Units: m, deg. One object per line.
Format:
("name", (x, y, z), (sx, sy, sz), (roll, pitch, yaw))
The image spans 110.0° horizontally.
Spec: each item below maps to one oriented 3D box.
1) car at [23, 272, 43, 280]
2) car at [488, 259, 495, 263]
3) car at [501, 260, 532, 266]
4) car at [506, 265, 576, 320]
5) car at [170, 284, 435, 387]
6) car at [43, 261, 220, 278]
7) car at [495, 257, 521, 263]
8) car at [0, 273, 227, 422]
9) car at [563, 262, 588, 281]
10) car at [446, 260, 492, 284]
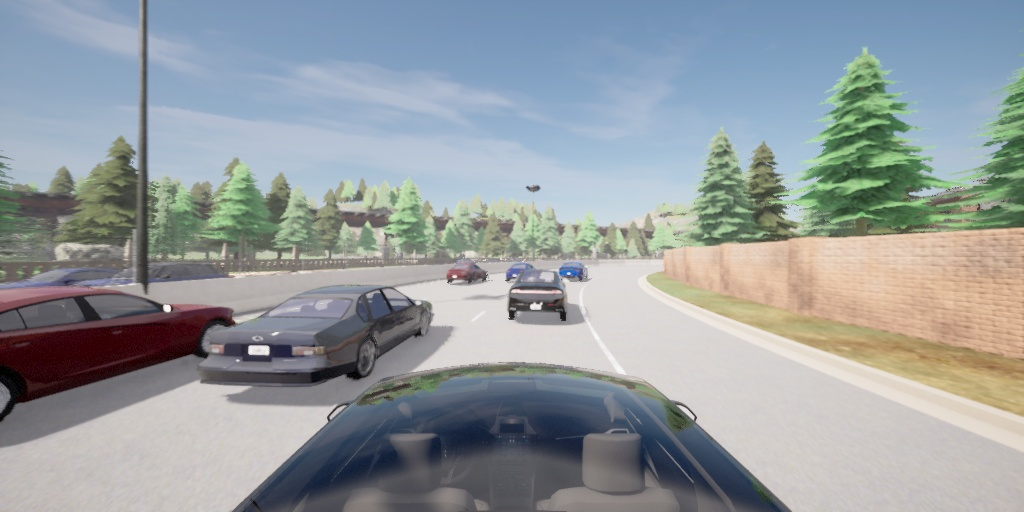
("car", (-16.696, 1.186, 13.516), (1.812, 1.442, 4.674), (0, 0, 7))
("car", (-2.990, 1.179, 54.320), (1.837, 1.490, 4.892), (0, 0, 30))
("car", (0.860, 1.248, 28.127), (1.812, 1.442, 4.674), (0, 0, 17))
("car", (0.986, 1.233, 12.582), (2.128, 1.511, 4.902), (0, 0, 7))
("car", (-3.136, 1.277, 7.190), (2.033, 1.411, 5.357), (0, 0, 4))
("car", (-13.178, 1.028, 13.270), (2.097, 1.767, 4.553), (0, 0, 7))
("car", (-0.057, 1.041, 52.362), (2.097, 1.767, 4.553), (0, 0, 30))
("car", (-6.674, 1.193, 5.333), (1.882, 1.535, 5.008), (0, 0, 2))
("car", (5.229, 1.217, 30.193), (1.882, 1.535, 5.008), (0, 0, 19))
("car", (-3.270, 1.231, 26.500), (1.812, 1.442, 4.674), (0, 0, 15))
